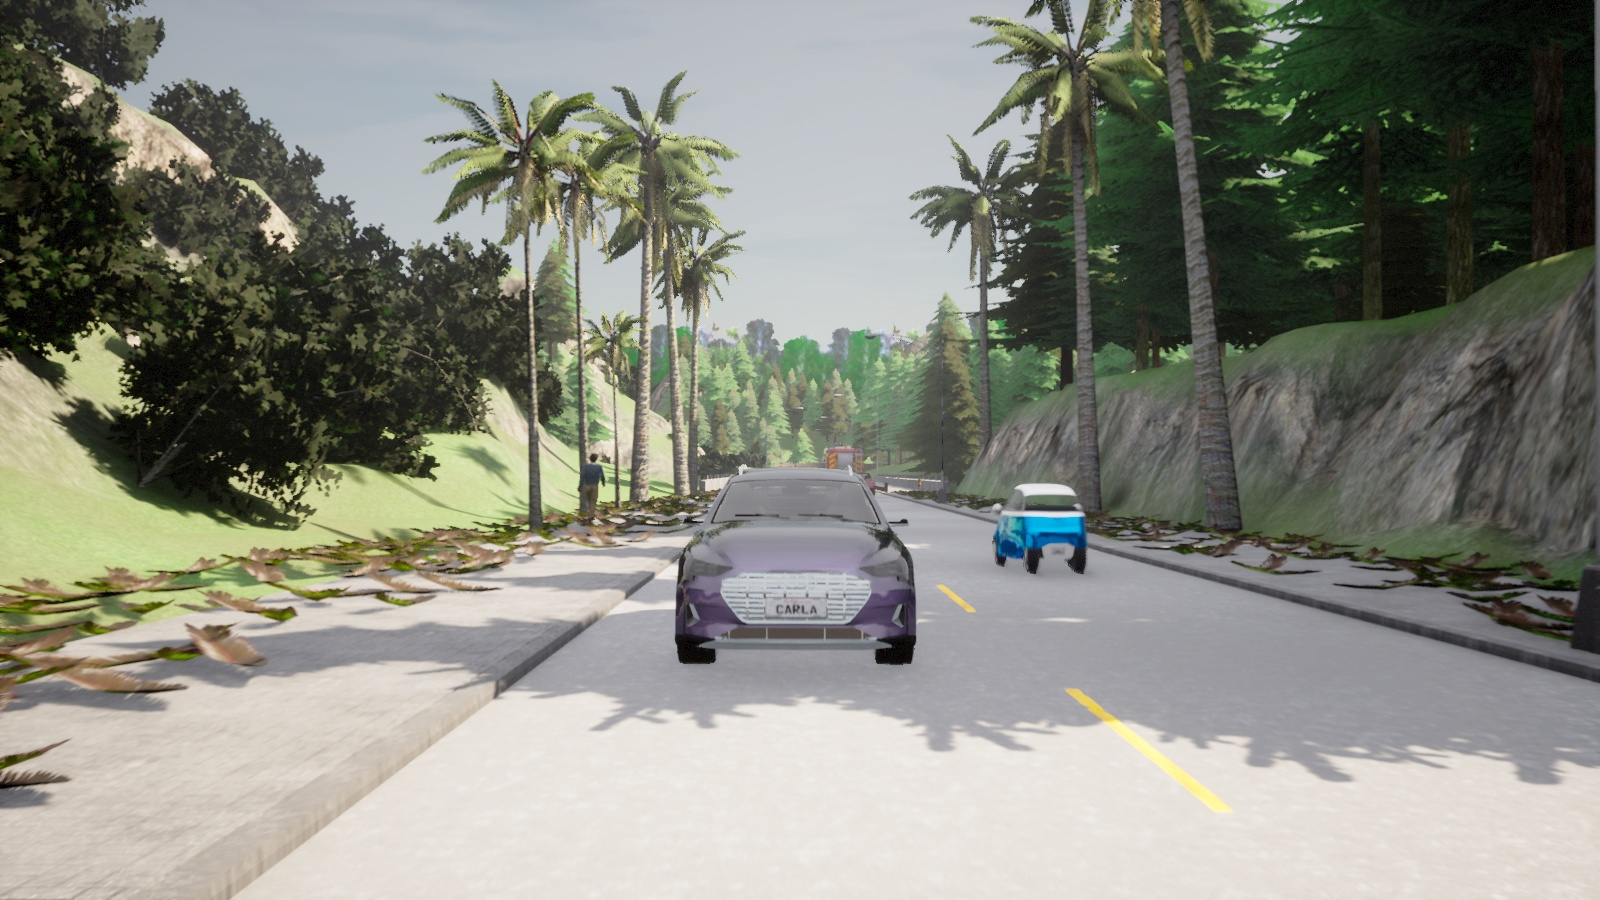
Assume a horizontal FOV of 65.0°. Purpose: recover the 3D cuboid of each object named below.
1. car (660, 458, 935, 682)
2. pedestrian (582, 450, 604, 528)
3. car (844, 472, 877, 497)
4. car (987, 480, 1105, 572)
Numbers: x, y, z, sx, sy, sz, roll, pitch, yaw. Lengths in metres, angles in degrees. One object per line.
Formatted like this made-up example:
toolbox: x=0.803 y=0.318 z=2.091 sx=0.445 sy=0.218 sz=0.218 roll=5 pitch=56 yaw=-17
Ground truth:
car: x=-0.034 y=0.942 z=11.742 sx=2.033 sy=1.649 sz=4.856 roll=0 pitch=-1 yaw=0
pedestrian: x=-5.229 y=0.979 z=31.737 sx=0.423 sy=1.949 sz=0.788 roll=0 pitch=-1 yaw=0
car: x=3.709 y=2.114 z=77.643 sx=1.845 sy=1.501 sz=3.633 roll=0 pitch=-1 yaw=0
car: x=3.942 y=1.195 z=20.387 sx=1.481 sy=1.376 sz=2.207 roll=0 pitch=-1 yaw=0
